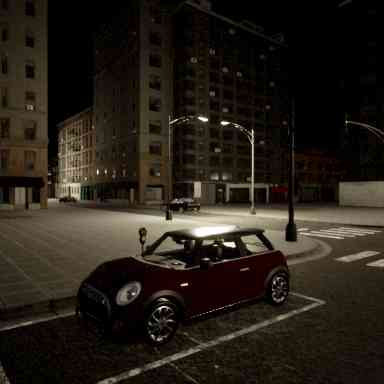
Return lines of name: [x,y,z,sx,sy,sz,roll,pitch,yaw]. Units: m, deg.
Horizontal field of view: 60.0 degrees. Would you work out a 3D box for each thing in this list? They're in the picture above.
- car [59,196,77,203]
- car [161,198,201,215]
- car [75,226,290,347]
car: [-22.166,1.274,59.258,1.895,1.301,4.718,0,0,-39]
car: [-1.165,1.352,32.401,2.128,1.511,4.902,0,0,-38]
car: [-0.029,1.440,6.285,4.097,1.590,1.967,0,0,-38]
